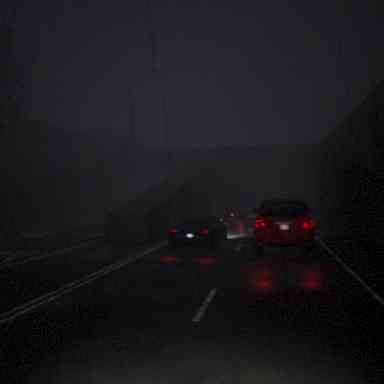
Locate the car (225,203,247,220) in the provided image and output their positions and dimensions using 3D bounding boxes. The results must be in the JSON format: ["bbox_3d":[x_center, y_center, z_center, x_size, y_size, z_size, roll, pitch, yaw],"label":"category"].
[{"bbox_3d":[3.843,1.694,29.543,1.812,1.442,4.674,-1,0,13],"label":"car"}]

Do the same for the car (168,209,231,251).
[{"bbox_3d":[0.382,1.670,14.867,1.994,1.385,4.181,-1,0,13],"label":"car"}]

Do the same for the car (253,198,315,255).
[{"bbox_3d":[3.718,1.271,13.802,2.150,2.045,5.566,-1,0,13],"label":"car"}]

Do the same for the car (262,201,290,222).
[{"bbox_3d":[7.231,1.611,28.668,2.128,1.511,4.902,-1,0,13],"label":"car"}]
